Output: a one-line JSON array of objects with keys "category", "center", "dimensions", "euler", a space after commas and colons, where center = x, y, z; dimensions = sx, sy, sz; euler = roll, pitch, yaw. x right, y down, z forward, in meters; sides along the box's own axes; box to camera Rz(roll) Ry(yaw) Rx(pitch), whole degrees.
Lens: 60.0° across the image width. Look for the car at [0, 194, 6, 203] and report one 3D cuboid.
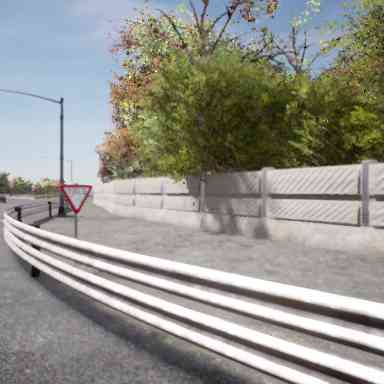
[{"category": "car", "center": [-37.765, 1.146, 65.346], "dimensions": [2.097, 1.767, 4.553], "euler": [0, 0, -32]}]
